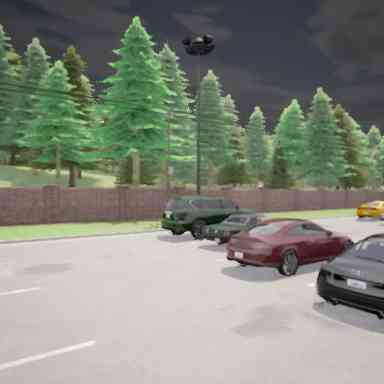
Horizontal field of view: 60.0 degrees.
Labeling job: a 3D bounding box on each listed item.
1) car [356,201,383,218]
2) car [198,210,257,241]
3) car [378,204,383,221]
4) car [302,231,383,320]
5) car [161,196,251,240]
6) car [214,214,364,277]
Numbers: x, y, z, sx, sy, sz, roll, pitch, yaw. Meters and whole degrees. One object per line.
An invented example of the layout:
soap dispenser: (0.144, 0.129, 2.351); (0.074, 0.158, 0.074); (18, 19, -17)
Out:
car: (15.790, 1.518, 27.906); (5.008, 1.535, 1.882); (0, 0, -35)
car: (2.802, 1.615, 14.343); (4.718, 1.301, 1.895); (0, 0, -36)
car: (15.270, 1.637, 23.236); (4.718, 1.301, 1.895); (0, 0, -36)
car: (4.501, 1.574, 6.957); (4.181, 1.385, 1.994); (0, 0, -35)
car: (1.043, 1.236, 17.387); (5.566, 2.045, 2.150); (0, 0, -36)
car: (3.128, 1.537, 10.295); (4.674, 1.442, 1.812); (0, 0, -36)
